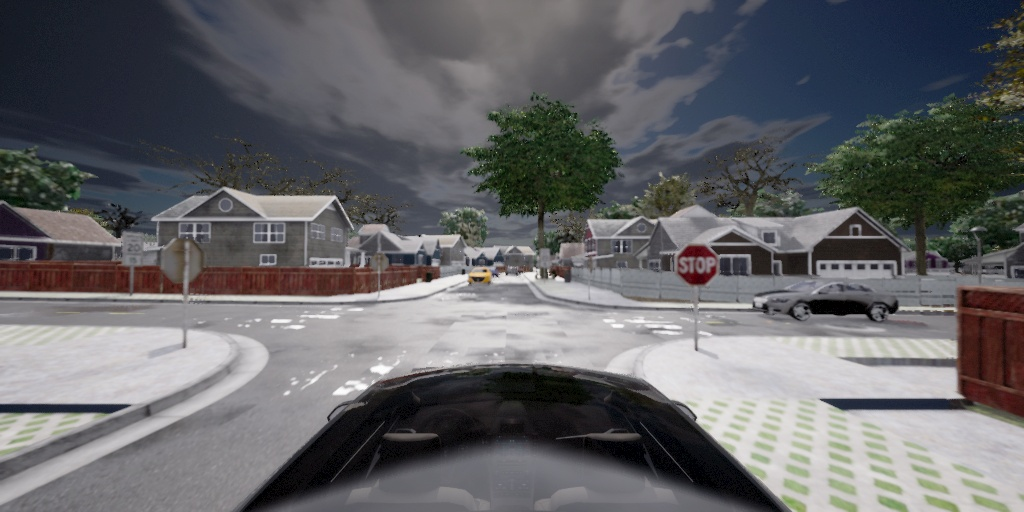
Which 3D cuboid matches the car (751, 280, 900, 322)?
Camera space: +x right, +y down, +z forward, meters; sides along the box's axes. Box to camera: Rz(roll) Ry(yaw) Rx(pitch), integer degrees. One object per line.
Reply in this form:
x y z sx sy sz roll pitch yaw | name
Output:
12.084 1.685 14.031 4.902 1.511 2.128 1 -2 -1 | car

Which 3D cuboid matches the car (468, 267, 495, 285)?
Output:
-2.858 1.791 32.789 1.882 1.535 5.008 0 -1 0 | car

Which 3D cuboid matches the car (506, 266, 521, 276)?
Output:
-0.008 2.330 56.254 2.128 1.511 4.902 0 -1 1 | car

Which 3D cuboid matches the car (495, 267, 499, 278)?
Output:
-2.825 2.203 49.027 1.812 1.442 4.674 0 -1 0 | car
